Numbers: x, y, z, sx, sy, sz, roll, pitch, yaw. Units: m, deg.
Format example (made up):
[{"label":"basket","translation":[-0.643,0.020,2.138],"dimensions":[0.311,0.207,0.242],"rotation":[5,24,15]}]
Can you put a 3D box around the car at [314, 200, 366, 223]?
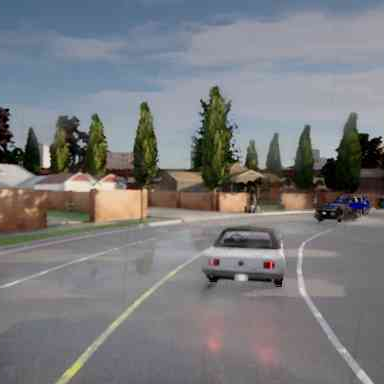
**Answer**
[{"label":"car","translation":[11.669,1.646,26.590],"dimensions":[5.357,1.411,2.033],"rotation":[0,-1,-45]}]

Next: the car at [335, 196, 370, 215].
[{"label":"car","translation":[16.147,1.391,34.574],"dimensions":[5.566,2.045,2.150],"rotation":[0,-1,-31]}]

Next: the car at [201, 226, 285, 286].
[{"label":"car","translation":[1.685,1.636,9.590],"dimensions":[1.895,1.301,4.718],"rotation":[0,0,15]}]

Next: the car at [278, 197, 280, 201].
[{"label":"car","translation":[16.167,1.022,57.151],"dimensions":[1.816,1.474,4.193],"rotation":[-2,-1,-1]}]
